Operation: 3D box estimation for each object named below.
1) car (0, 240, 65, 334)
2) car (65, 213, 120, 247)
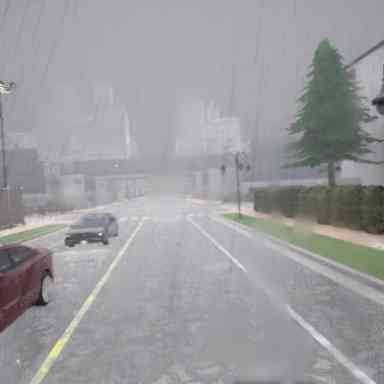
[{"bbox_3d":[-3.915,1.682,5.599,1.882,1.535,5.008,-3,0,-5],"label":"car"},{"bbox_3d":[-4.877,1.784,16.966,2.033,1.411,5.357,-3,0,-5],"label":"car"}]
